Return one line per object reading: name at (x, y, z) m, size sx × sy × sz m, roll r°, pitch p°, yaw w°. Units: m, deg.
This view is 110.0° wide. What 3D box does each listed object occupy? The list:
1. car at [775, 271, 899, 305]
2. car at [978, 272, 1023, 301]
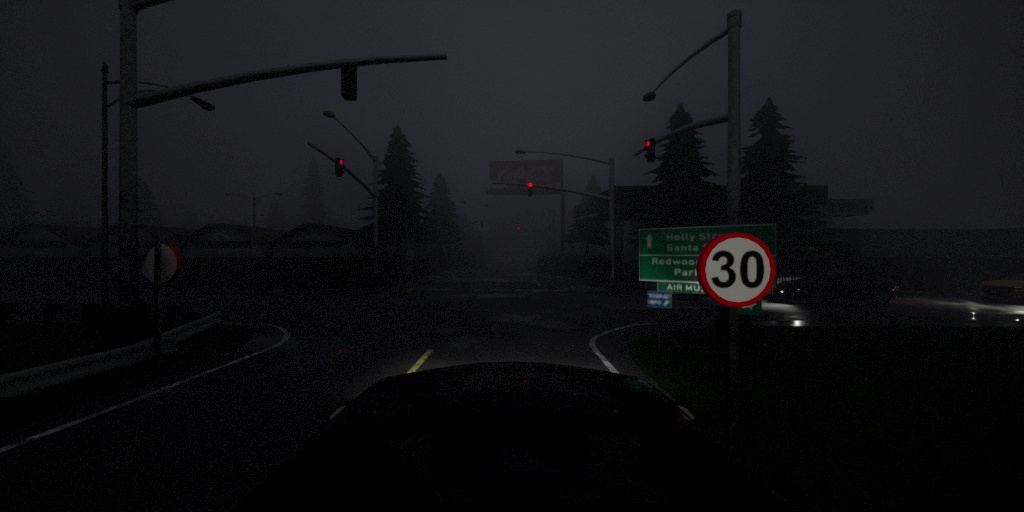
car at (15.196, 1.445, 16.940) m, size 4.892 × 1.490 × 1.837 m, roll 0°, pitch 0°, yaw 1°
car at (25.132, 1.418, 16.811) m, size 5.008 × 1.535 × 1.882 m, roll 0°, pitch 0°, yaw 1°
